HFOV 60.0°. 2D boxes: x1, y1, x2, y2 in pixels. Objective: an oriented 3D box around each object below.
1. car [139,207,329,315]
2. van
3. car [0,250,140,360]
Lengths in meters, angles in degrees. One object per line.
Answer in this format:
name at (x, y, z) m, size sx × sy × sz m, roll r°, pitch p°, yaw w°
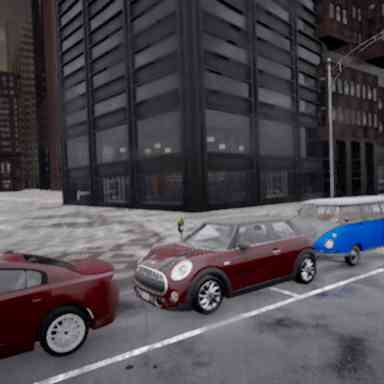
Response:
car at (0.780, 1.292, 7.169) m, size 4.097 × 1.590 × 1.967 m, roll -2°, pitch 1°, yaw -35°
van at (4.779, 1.041, 9.968) m, size 3.998 × 1.788 × 1.690 m, roll -2°, pitch 1°, yaw -35°
car at (-3.218, 1.548, 4.371) m, size 4.507 × 1.381 × 1.887 m, roll -2°, pitch 1°, yaw -35°
